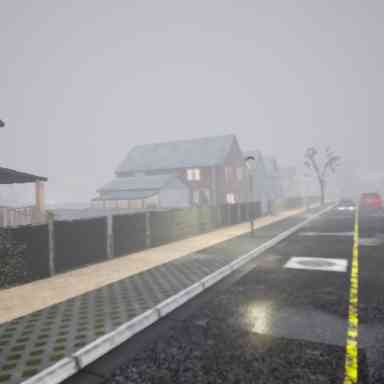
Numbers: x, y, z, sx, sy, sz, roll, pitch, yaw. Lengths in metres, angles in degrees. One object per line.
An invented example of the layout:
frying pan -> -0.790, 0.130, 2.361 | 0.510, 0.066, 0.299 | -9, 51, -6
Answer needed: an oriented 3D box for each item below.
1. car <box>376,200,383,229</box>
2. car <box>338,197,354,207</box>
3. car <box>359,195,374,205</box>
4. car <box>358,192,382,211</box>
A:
car -> 10.968, 1.352, 17.350 | 1.837, 1.490, 4.892 | -2, -1, 26
car -> 21.996, 1.451, 47.555 | 1.994, 1.385, 4.181 | -2, -1, 26
car -> 28.722, 1.335, 54.911 | 2.033, 1.411, 5.357 | -2, -1, 26
car -> 20.230, 1.033, 37.776 | 2.150, 2.045, 5.566 | -2, -1, 27
